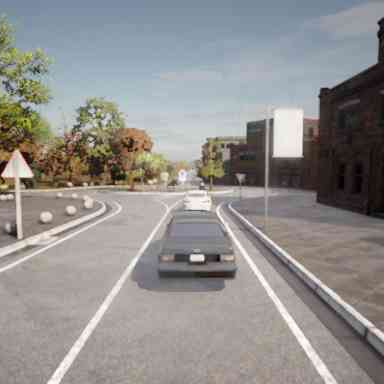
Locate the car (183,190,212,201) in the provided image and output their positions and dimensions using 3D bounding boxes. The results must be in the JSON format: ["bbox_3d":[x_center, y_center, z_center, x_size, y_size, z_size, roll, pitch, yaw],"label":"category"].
[{"bbox_3d":[0.341,0.599,22.060,1.812,1.442,4.674,0,3,2],"label":"car"}]

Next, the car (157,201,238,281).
[{"bbox_3d":[0.106,1.262,9.285,2.033,1.411,5.357,0,3,0],"label":"car"}]
